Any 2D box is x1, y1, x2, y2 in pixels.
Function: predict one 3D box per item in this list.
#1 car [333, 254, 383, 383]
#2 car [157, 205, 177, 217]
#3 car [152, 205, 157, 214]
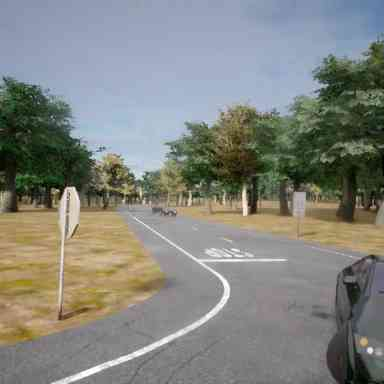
[{"bbox_3d":[3.124,1.643,4.647,1.994,1.385,4.181,1,-1,22],"label":"car"},{"bbox_3d":[-3.470,2.851,48.049,1.895,1.301,4.718,3,-2,-13],"label":"car"},{"bbox_3d":[-5.728,2.962,56.896,1.882,1.535,5.008,3,-2,-14],"label":"car"}]
